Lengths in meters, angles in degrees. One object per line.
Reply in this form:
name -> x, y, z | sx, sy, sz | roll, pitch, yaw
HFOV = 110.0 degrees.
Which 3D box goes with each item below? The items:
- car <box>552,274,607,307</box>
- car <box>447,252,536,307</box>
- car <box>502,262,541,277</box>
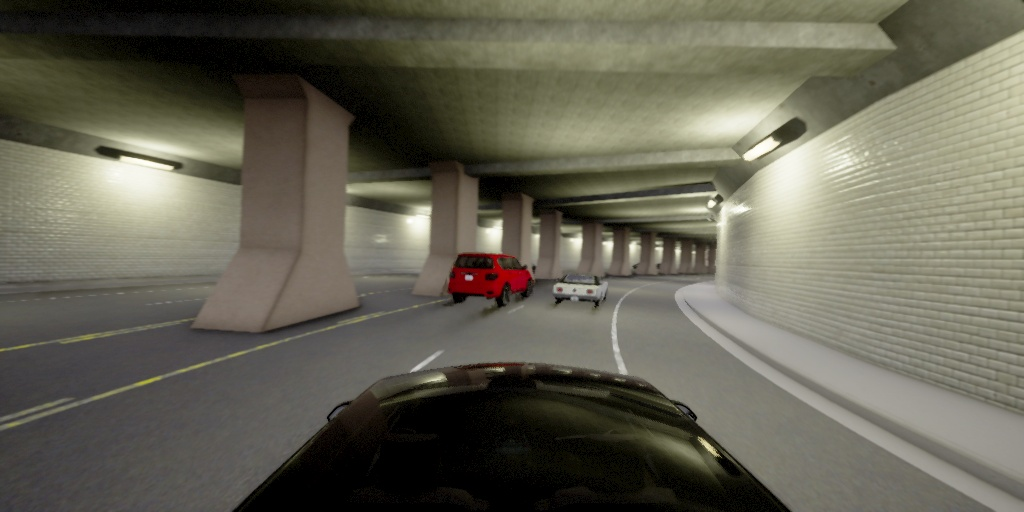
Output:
car -> 3.261, 1.450, 16.401 | 1.895, 1.301, 4.718 | 2, 0, 20
car -> -0.726, 0.911, 15.528 | 2.150, 2.045, 5.566 | 2, 0, 18
car -> 1.051, 1.316, 36.365 | 1.895, 1.301, 4.718 | 2, 0, 31
